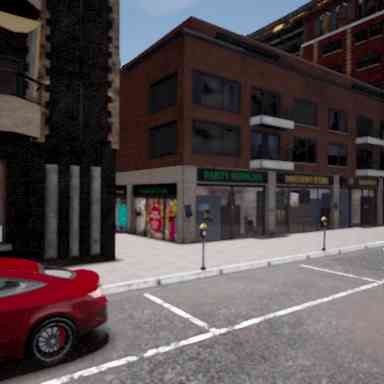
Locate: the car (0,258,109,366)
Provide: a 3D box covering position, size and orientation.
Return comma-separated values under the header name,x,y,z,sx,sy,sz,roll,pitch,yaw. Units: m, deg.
name,x,y,z,sx,sy,sz,roll,pitch,yaw
car,-3.198,1.579,4.280,4.206,1.307,1.802,1,0,-36
